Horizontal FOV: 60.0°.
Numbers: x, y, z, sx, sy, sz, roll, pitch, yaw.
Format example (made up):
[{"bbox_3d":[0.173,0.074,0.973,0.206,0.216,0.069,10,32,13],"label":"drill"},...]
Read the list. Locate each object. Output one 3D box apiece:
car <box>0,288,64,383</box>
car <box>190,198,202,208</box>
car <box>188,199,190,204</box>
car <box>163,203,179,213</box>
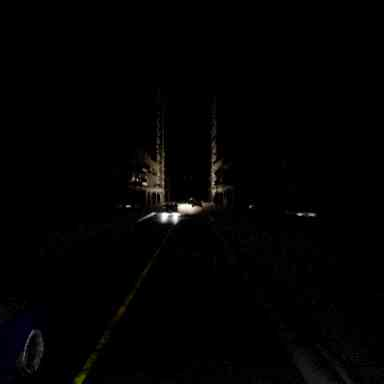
[{"bbox_3d":[-2.851,1.631,2.768,1.895,1.301,4.718,0,-1,0],"label":"car"},{"bbox_3d":[0.958,2.249,64.420,1.812,1.442,4.674,0,-1,0],"label":"car"},{"bbox_3d":[-0.006,2.372,83.781,1.994,1.385,4.181,0,-1,0],"label":"car"},{"bbox_3d":[-2.841,2.098,45.115,1.895,1.301,4.718,0,-1,0],"label":"car"}]
